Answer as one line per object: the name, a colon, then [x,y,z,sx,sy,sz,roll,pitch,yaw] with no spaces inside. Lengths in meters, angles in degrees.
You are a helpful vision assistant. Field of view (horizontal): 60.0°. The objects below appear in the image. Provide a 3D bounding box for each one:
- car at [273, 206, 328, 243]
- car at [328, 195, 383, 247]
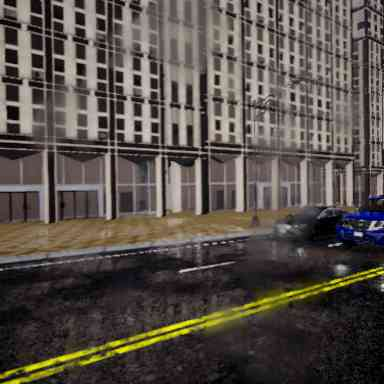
car: [5.946,1.429,15.906,4.902,1.511,2.128,0,0,-35]
car: [8.230,1.158,13.544,5.566,2.045,2.150,0,0,-35]
